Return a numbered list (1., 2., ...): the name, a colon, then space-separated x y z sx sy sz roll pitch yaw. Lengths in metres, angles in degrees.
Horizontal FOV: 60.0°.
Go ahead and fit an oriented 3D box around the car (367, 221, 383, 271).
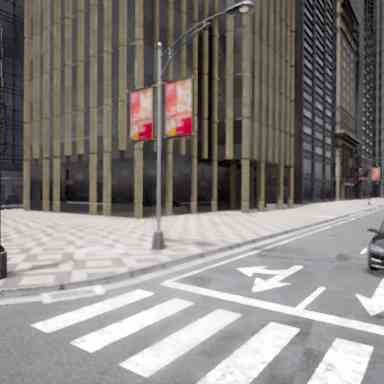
1. car: 6.694 1.501 10.236 2.128 1.511 4.902 0 0 36
